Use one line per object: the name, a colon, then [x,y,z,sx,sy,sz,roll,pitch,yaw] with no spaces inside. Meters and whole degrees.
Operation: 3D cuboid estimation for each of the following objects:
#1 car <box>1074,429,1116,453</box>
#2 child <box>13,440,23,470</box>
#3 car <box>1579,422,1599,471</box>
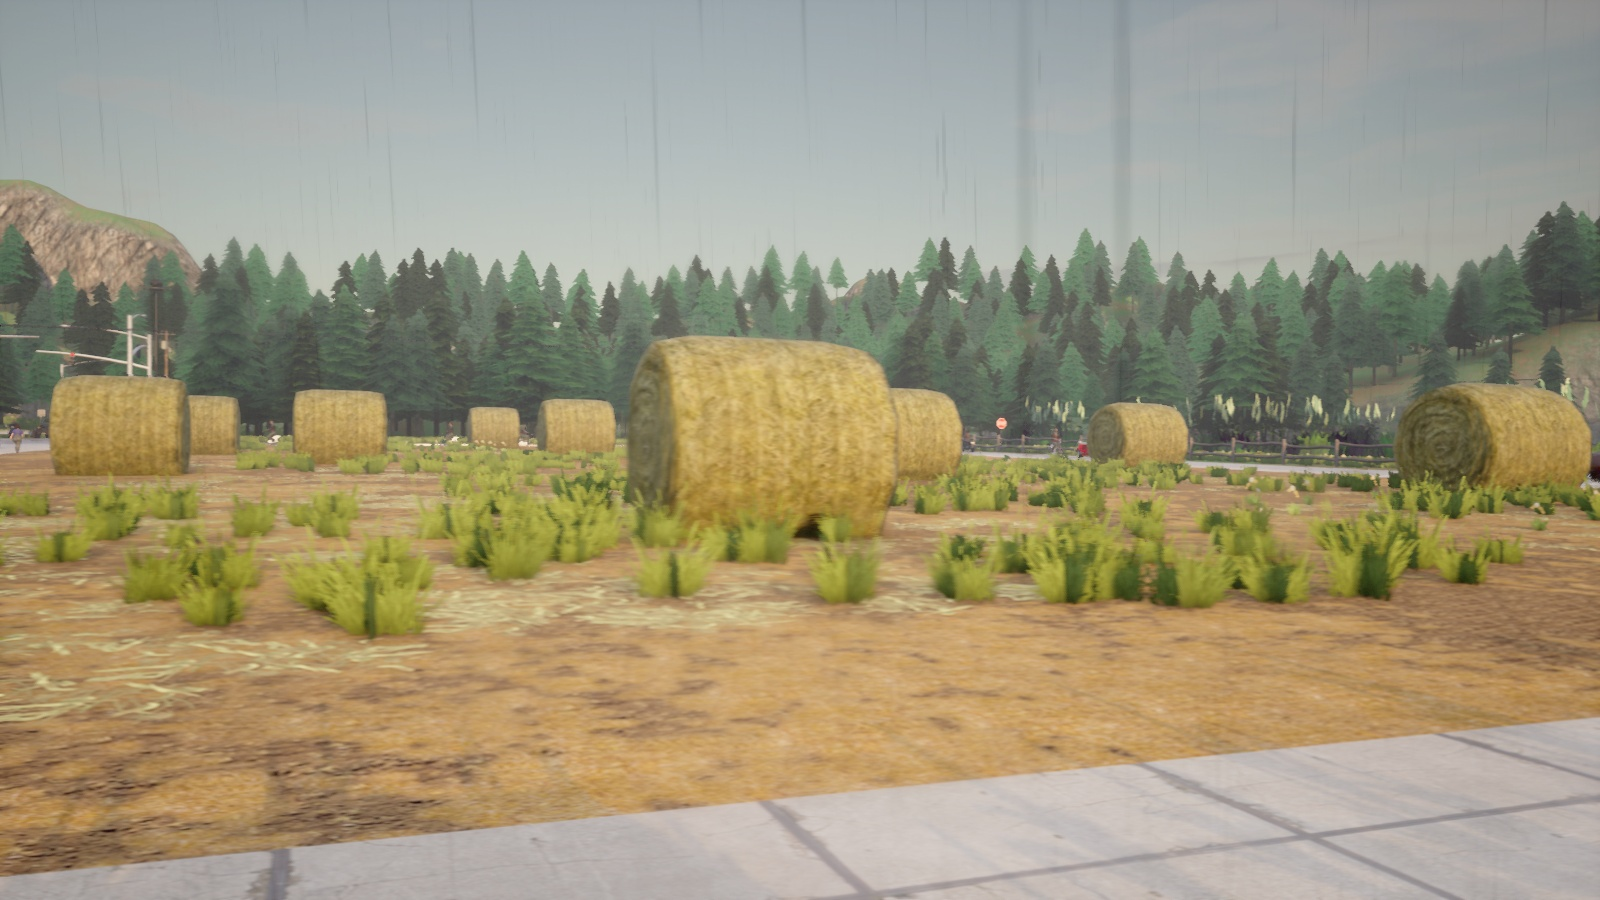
car: [17.351,-0.560,73.946,1.481,1.376,2.207,-1,1,-18]
child: [-33.189,0.200,53.308,0.270,1.263,0.437,-1,1,-21]
car: [25.684,-0.099,36.633,2.163,1.488,4.792,-1,1,-18]
